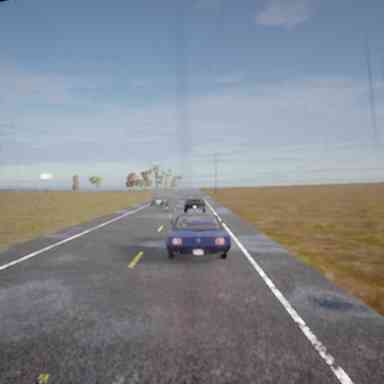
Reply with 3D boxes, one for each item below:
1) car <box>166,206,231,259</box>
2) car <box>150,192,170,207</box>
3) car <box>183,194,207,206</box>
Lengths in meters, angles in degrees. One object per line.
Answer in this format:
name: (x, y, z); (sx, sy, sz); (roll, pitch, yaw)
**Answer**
car: (0.164, 1.381, 11.646); (1.895, 1.301, 4.718); (0, 1, -1)
car: (-3.408, 0.808, 36.421); (2.128, 1.511, 4.902); (0, 1, 0)
car: (0.250, 0.948, 29.589); (1.837, 1.490, 4.892); (0, 0, 1)
